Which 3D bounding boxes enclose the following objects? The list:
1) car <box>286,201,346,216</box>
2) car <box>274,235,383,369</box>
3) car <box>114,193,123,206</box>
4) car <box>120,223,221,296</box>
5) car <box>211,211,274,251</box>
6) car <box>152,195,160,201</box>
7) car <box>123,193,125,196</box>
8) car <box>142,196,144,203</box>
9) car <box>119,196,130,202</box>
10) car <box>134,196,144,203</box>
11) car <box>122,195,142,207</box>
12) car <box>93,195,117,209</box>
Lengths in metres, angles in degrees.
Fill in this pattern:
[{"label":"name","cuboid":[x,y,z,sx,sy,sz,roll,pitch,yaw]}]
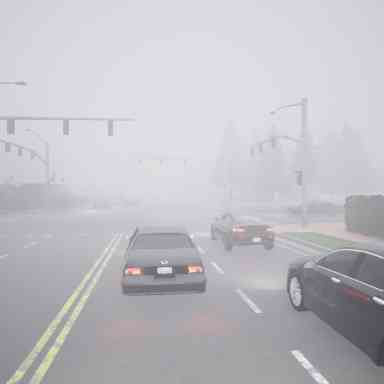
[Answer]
[{"label":"car","cuboid":[12.086,1.547,32.464,5.357,1.411,2.033,0,0,-5]},{"label":"car","cuboid":[2.985,1.505,4.923,1.837,1.490,4.892,0,0,-5]},{"label":"car","cuboid":[-12.917,1.352,54.031,2.097,1.767,4.553,0,0,-6]},{"label":"car","cuboid":[-0.830,1.547,8.858,2.033,1.411,5.357,0,0,-7]},{"label":"car","cuboid":[2.016,1.526,14.118,1.812,1.442,4.674,0,0,-7]},{"label":"car","cuboid":[-9.406,1.553,87.371,1.994,1.385,4.181,0,0,-6]},{"label":"car","cuboid":[-13.911,1.222,63.625,2.150,2.045,5.566,0,0,-6]},{"label":"car","cuboid":[-9.966,1.478,59.437,1.882,1.535,5.008,0,0,-6]},{"label":"car","cuboid":[-15.007,1.540,74.110,2.033,1.411,5.357,0,0,-6]},{"label":"car","cuboid":[-10.995,1.524,69.584,1.812,1.442,4.674,0,0,-6]},{"label":"car","cuboid":[-8.994,1.526,50.262,1.812,1.442,4.674,0,0,-6]},{"label":"car","cuboid":[-12.014,1.491,44.872,2.128,1.511,4.902,0,0,-4]}]
